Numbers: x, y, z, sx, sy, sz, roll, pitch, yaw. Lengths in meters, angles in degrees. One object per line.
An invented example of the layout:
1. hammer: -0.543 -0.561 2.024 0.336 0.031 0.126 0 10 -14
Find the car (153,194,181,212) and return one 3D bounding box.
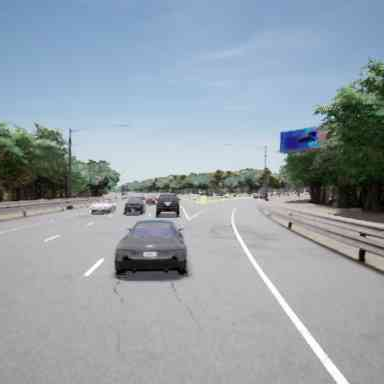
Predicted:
1. car: -2.254 1.193 31.776 2.150 2.045 5.566 0 0 -3

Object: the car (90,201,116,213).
1. car: -9.342 1.555 35.467 1.895 1.301 4.718 0 0 -3

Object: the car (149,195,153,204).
1. car: -7.304 1.526 58.799 1.812 1.442 4.674 0 0 -4

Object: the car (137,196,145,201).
1. car: -14.103 1.680 91.604 1.994 1.385 4.181 0 0 -7

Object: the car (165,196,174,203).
1. car: -4.949 1.550 71.353 1.837 1.490 4.892 0 0 -5

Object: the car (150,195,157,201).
1. car: -10.491 1.667 90.845 2.033 1.411 5.357 0 0 -7

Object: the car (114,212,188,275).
1. car: -1.170 1.558 10.510 1.994 1.385 4.181 0 0 -3

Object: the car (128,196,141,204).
1. car: -11.394 1.509 66.291 2.128 1.511 4.902 0 0 -5

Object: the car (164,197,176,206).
1. car: -3.758 1.568 56.820 1.994 1.385 4.181 0 0 -4

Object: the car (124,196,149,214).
1. car: -5.777 1.465 34.055 1.837 1.490 4.892 0 -1 -3
